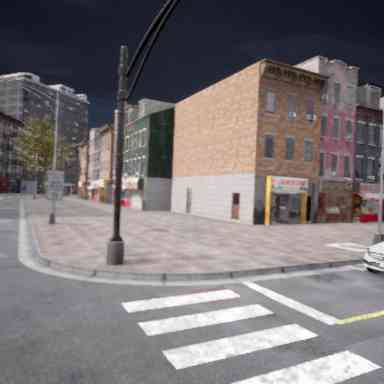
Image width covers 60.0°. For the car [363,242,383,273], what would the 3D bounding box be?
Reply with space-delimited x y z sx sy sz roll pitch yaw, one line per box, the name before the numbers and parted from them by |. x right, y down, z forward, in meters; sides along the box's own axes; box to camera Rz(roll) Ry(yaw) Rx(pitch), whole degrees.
car | 7.230 1.758 9.930 4.674 1.442 1.812 2 0 -27
